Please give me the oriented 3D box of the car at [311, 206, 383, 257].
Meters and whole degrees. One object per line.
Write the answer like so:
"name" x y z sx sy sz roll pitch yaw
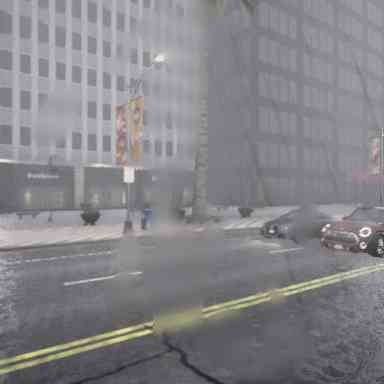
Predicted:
"car" 7.167 1.366 12.995 4.553 1.767 2.097 0 0 -30

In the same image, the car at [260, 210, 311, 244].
"car" 5.306 1.581 15.957 4.181 1.385 1.994 0 0 -30
